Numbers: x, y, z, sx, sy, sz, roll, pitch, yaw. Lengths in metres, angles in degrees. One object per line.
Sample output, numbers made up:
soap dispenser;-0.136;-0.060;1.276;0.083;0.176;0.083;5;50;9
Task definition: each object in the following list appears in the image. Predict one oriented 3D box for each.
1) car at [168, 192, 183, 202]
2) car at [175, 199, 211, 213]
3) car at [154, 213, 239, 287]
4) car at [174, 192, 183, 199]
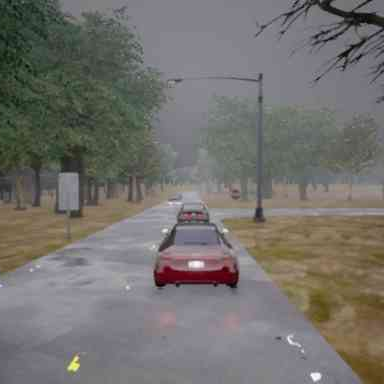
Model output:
car;-3.069;1.065;59.299;1.994;1.385;4.181;0;1;0
car;0.077;1.374;19.658;1.837;1.490;4.892;0;0;0
car;0.090;1.508;9.138;1.994;1.385;4.181;0;0;0
car;-3.027;0.801;74.907;1.837;1.490;4.892;0;1;0
